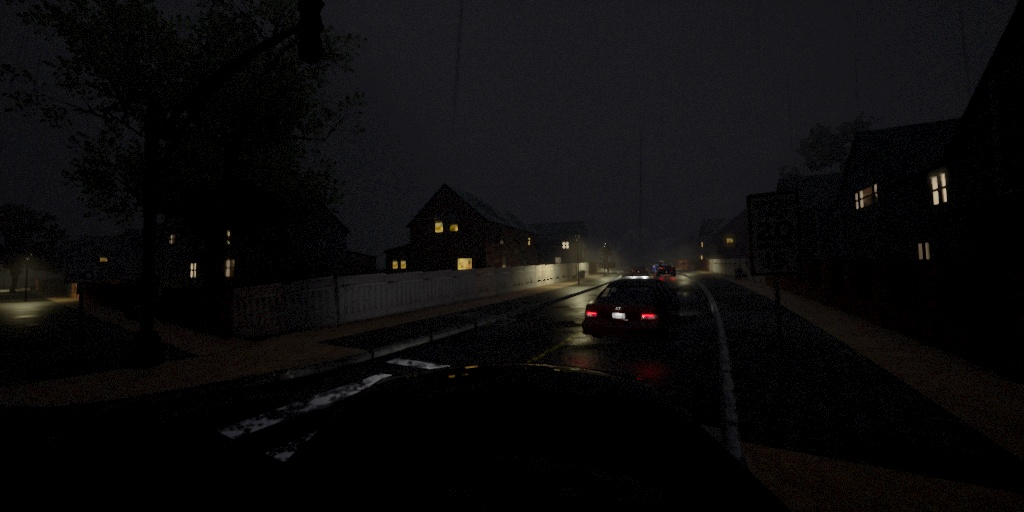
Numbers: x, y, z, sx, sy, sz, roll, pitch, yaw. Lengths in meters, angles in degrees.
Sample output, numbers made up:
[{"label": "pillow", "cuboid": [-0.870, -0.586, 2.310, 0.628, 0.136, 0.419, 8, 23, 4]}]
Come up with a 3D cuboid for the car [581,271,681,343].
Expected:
[{"label": "car", "cuboid": [3.471, 1.326, 9.845, 2.033, 1.411, 5.357, -3, -1, 28]}]

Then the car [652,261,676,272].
[{"label": "car", "cuboid": [16.838, 1.467, 39.369, 2.128, 1.511, 4.902, -2, -1, 20]}]

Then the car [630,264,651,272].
[{"label": "car", "cuboid": [15.259, 1.663, 43.105, 1.994, 1.385, 4.181, -2, -1, 20]}]
